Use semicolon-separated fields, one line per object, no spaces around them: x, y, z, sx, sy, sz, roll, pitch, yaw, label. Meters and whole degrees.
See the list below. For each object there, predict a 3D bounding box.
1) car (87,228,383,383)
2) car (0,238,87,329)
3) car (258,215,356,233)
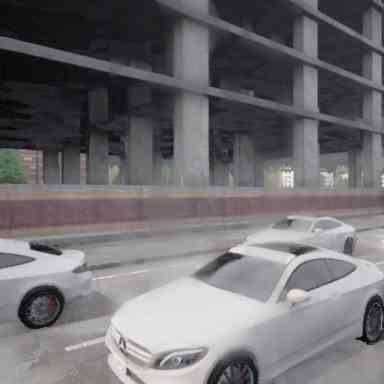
1.123;1.522;4.846;4.674;1.442;1.812;0;0;-36;car
-4.006;1.526;5.399;4.674;1.442;1.812;0;0;-37;car
3.766;1.516;11.170;4.674;1.442;1.812;0;0;-37;car
